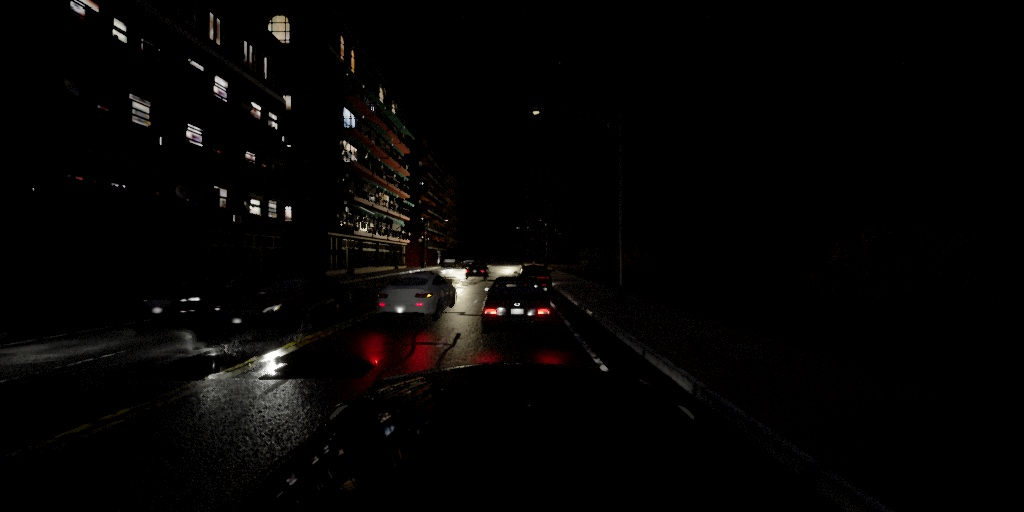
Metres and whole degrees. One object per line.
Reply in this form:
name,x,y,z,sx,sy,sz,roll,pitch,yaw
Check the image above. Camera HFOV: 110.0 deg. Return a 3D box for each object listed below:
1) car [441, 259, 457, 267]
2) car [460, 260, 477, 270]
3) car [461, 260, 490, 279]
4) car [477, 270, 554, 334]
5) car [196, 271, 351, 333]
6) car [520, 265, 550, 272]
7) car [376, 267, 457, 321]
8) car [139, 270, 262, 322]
car,-9.721,1.242,55.779,2.128,1.511,4.902,0,0,0
car,-6.478,1.314,54.141,1.994,1.385,4.181,0,0,0
car,-3.071,1.300,32.154,2.033,1.411,5.357,0,0,0
car,0.120,1.299,10.595,2.033,1.411,5.357,0,0,0
car,-6.580,1.277,10.906,1.812,1.442,4.674,0,0,0
car,1.177,1.257,20.283,1.837,1.490,4.892,0,0,0
car,-3.129,1.277,12.357,1.812,1.442,4.674,0,0,0
car,-9.828,1.243,12.385,2.128,1.511,4.902,0,0,0
